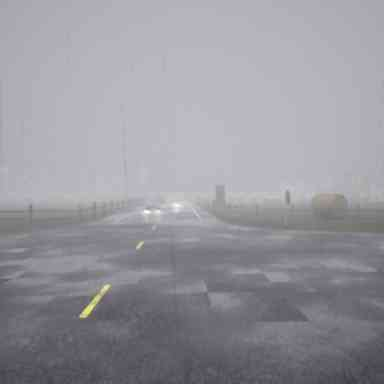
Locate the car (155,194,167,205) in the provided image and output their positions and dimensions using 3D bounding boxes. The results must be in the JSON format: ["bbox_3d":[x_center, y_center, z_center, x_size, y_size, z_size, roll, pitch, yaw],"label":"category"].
[{"bbox_3d":[-5.926,1.426,61.795,2.150,2.045,5.566,0,0,-2],"label":"car"}]

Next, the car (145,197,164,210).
[{"bbox_3d":[-5.213,1.722,44.800,1.895,1.301,4.718,0,0,-2],"label":"car"}]
